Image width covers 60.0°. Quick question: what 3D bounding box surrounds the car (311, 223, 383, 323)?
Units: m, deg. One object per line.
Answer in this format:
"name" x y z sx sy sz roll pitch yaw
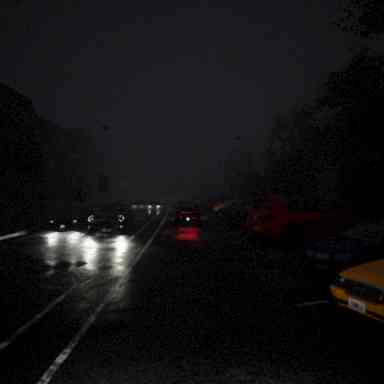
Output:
"car" 5.109 1.481 6.194 5.366 1.575 1.946 1 0 -21

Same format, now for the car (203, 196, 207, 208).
"car" 4.270 1.557 38.921 5.008 1.535 2.097 1 0 -23

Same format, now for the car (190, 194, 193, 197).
"car" 2.629 1.655 62.635 4.892 1.521 2.231 1 0 -25

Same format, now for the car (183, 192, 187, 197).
"car" 1.494 1.326 74.464 5.566 2.045 2.435 0 1 -26

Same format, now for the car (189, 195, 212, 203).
"car" 1.783 1.486 71.510 4.553 1.767 2.185 0 0 -26

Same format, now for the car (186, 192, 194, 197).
"car" 2.389 1.399 65.616 5.566 2.045 2.435 1 0 -25

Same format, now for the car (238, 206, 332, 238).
"car" 5.082 1.539 18.139 4.674 1.452 2.002 1 0 -22

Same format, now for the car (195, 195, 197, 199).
"car" 3.526 1.608 50.787 5.008 1.535 2.097 1 -1 -24

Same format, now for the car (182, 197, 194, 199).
"car" -1.134 1.651 41.463 1.994 1.385 4.181 0 0 -3

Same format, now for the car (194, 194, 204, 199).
"car" 3.492 1.621 53.828 5.366 1.575 1.946 1 -1 -24

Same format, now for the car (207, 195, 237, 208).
"car" 4.383 1.420 35.950 4.553 1.767 2.185 1 -1 -23

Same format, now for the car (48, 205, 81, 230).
"car" -7.400 1.577 21.470 2.033 1.411 5.357 0 0 -2

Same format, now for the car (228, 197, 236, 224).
"car" 4.967 1.379 21.105 4.553 1.767 2.185 1 0 -22

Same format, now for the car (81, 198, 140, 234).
"car" -4.545 1.374 19.237 2.097 1.767 4.553 0 0 -2

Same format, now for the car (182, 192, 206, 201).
"car" 0.539 1.166 83.329 5.566 2.045 2.435 0 2 -27

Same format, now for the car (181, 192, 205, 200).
"car" 0.245 1.105 86.316 5.566 2.045 2.435 0 1 -27

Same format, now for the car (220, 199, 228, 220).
"car" 4.914 1.512 24.079 4.892 1.521 2.231 1 0 -22

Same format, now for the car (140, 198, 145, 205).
"car" -9.652 1.735 61.809 2.033 1.411 5.357 0 0 -4

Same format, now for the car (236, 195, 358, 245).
"car" 5.177 1.244 15.187 5.566 2.045 2.435 1 0 -21

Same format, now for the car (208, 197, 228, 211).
"car" 4.548 1.536 32.990 5.008 1.535 2.097 1 -1 -23

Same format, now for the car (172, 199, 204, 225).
"car" -0.354 1.534 24.451 1.837 1.490 4.892 0 0 -2

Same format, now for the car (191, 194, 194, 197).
"car" 2.861 1.647 59.675 5.008 1.535 2.097 1 -1 -25

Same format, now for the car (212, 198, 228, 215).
"car" 4.654 1.556 30.008 4.792 1.488 2.163 1 0 -22

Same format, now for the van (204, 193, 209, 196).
"van" 4.206 1.344 41.944 4.442 1.987 1.878 1 -1 -23

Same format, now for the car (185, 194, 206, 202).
"car" 0.919 1.353 80.410 4.553 1.767 2.185 0 2 -26

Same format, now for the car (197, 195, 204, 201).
"car" 3.742 1.595 47.817 5.008 1.535 2.097 1 0 -24

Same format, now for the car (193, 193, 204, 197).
"car" 3.130 1.509 56.720 4.553 1.767 2.185 1 0 -24

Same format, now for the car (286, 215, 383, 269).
"car" 5.251 1.529 9.231 4.674 1.452 2.002 1 0 -21

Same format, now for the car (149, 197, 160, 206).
"car" -6.740 1.705 60.295 1.812 1.442 4.674 0 0 -4
